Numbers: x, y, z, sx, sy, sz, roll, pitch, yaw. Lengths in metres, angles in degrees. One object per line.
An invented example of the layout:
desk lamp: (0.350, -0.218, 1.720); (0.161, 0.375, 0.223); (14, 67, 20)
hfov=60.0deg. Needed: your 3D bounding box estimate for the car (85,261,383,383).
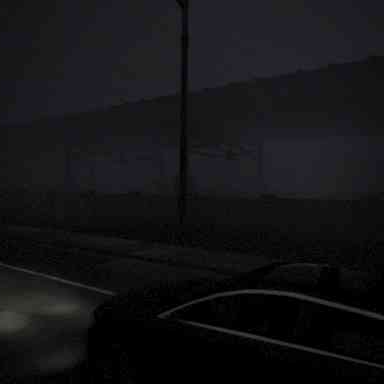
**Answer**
car: (0.954, 1.489, 3.311); (4.902, 1.511, 2.128); (0, 0, 36)
